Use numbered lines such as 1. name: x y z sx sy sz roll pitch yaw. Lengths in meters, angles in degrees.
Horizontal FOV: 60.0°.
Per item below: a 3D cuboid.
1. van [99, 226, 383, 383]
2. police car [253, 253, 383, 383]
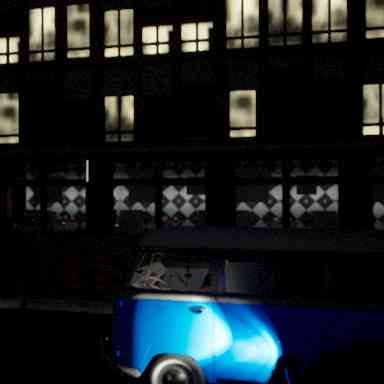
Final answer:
1. van: 1.034 1.331 3.904 3.998 1.788 1.690 0 0 8
2. police car: 3.051 1.425 1.799 5.238 1.638 1.930 0 0 8
